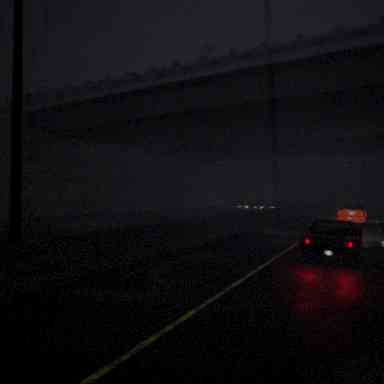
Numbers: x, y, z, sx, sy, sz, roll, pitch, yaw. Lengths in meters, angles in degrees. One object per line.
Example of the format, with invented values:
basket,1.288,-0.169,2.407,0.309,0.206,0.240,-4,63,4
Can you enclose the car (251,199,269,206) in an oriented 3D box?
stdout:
car,13.813,2.125,65.331,1.895,1.301,4.718,0,0,29

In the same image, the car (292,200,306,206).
car,19.986,2.170,62.043,1.895,1.301,4.718,0,0,29

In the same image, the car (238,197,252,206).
car,10.836,1.862,67.171,2.097,1.767,4.553,0,-1,28

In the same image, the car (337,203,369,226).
car,12.748,1.635,26.302,2.097,1.767,4.553,0,-1,29

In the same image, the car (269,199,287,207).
car,16.903,2.025,63.699,1.882,1.535,5.008,0,0,29

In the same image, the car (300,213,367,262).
car,5.572,1.733,12.928,1.895,1.301,4.718,0,0,29
